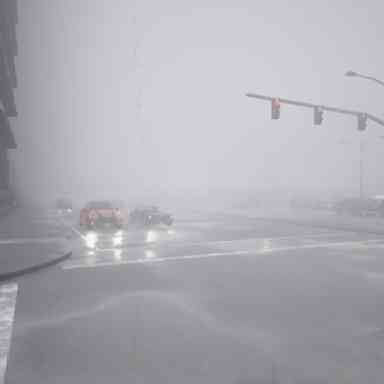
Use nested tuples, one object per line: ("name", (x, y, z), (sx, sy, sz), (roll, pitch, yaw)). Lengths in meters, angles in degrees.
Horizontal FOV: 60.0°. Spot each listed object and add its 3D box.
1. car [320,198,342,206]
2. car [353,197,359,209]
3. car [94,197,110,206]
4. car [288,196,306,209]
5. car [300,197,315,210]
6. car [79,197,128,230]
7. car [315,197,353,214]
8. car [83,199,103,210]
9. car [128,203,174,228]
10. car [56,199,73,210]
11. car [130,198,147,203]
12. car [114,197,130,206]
("car", (26.503, 1.930, 63.547), (3.905, 1.438, 1.784), (1, 0, -26))
("car", (27.694, 1.714, 60.906), (4.605, 1.855, 1.932), (1, 0, -26))
("car", (-15.640, 1.662, 57.694), (1.837, 1.490, 4.892), (1, 0, -26))
("car", (16.491, 1.565, 49.412), (4.605, 1.855, 1.932), (1, 0, -26))
("car", (17.690, 1.772, 47.010), (3.905, 1.438, 1.784), (1, 0, -26))
("car", (-5.962, 1.384, 21.524), (2.097, 1.767, 4.553), (1, 0, -26))
("car", (18.935, 1.798, 44.397), (3.806, 1.475, 1.970), (1, 0, -26))
("car", (-13.504, 1.705, 45.132), (1.895, 1.301, 4.718), (1, 0, -25))
("car", (-2.916, 1.665, 23.253), (1.895, 1.301, 4.718), (1, 0, -26))
("car", (-17.328, 1.622, 45.024), (2.033, 1.411, 5.357), (1, 0, -25))
("car", (-8.133, 1.700, 50.362), (1.812, 1.442, 4.674), (1, 0, -25))
("car", (-12.492, 1.715, 59.222), (1.812, 1.442, 4.674), (1, 0, -26))
